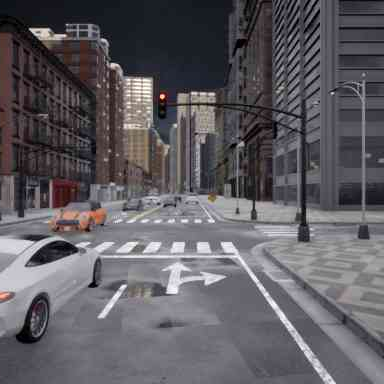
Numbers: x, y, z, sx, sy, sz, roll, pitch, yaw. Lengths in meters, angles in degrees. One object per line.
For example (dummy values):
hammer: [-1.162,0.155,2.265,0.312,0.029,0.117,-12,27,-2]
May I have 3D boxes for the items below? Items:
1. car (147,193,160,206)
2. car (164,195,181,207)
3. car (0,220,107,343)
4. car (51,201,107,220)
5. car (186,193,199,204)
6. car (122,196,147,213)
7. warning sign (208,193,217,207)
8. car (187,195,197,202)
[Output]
car: [-6.584,1.194,56.099,2.150,2.045,5.566,0,0,0]
car: [-3.146,1.527,49.762,2.033,1.411,5.357,0,0,0]
car: [-3.152,1.526,6.317,1.812,1.442,4.674,0,0,2]
car: [-6.599,1.351,19.831,2.097,1.767,4.553,0,0,0]
car: [0.051,1.190,62.339,2.150,2.045,5.566,0,0,0]
car: [-6.597,1.498,37.610,1.837,1.490,4.892,0,0,0]
warning sign: [2.851,1.099,46.330,1.300,1.860,1.060,0,0,0]
car: [0.005,1.384,72.843,2.033,1.411,5.357,0,0,0]
